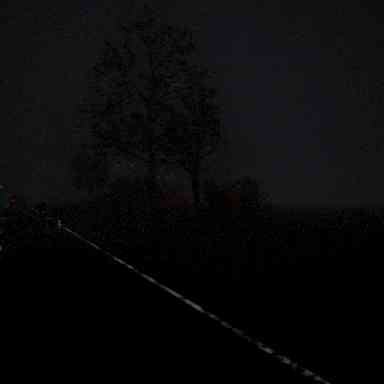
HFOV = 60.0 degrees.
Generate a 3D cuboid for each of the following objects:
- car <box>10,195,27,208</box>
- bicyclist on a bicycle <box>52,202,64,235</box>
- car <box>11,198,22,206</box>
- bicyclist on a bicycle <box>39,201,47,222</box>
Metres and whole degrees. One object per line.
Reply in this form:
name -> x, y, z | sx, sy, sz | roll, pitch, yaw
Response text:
car -> -27.753, 1.487, 53.245 | 2.150, 2.045, 5.566 | 0, 0, -29
bicyclist on a bicycle -> -7.389, 1.441, 18.342 | 0.659, 1.776, 1.843 | 0, 0, -29
car -> -34.731, 1.855, 65.643 | 1.812, 1.442, 4.674 | 0, 0, -29
bicyclist on a bicycle -> -11.663, 1.564, 26.049 | 0.582, 1.620, 1.656 | 0, 0, -29
